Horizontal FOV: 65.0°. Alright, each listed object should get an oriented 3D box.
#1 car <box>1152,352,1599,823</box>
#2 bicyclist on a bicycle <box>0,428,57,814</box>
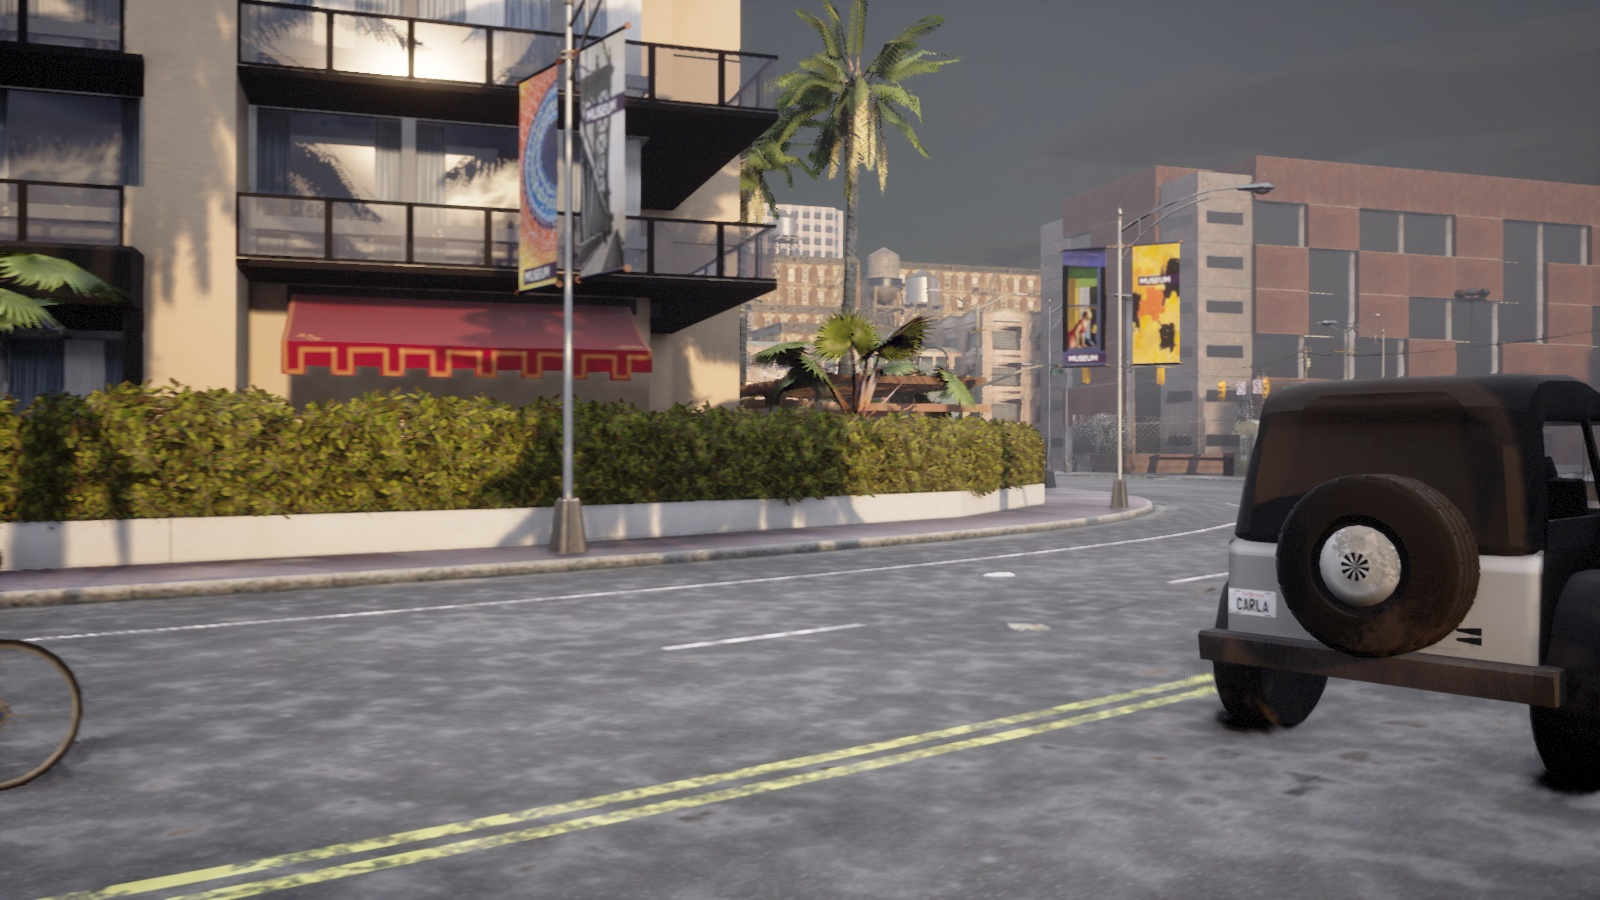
[{"bbox_3d":[3.889,0.553,7.002,3.866,1.878,1.905,0,0,-41],"label":"car"},{"bbox_3d":[-4.039,0.724,5.143,1.656,1.620,0.582,0,0,-36],"label":"bicyclist on a bicycle"}]
